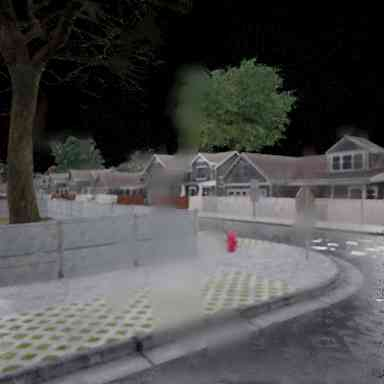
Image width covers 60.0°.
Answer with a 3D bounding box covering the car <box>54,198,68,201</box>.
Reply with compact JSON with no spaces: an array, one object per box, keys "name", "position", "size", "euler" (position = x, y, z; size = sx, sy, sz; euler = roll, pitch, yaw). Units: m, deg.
[{"name":"car","position":[-18.551,1.545,46.985],"size":[2.033,1.411,5.357],"euler":[0,0,-36]}]
